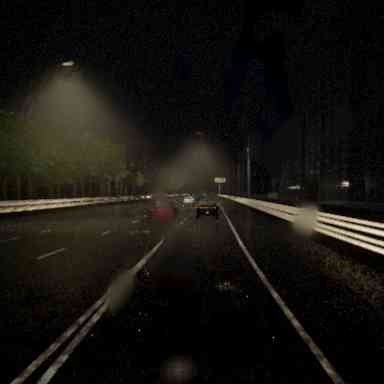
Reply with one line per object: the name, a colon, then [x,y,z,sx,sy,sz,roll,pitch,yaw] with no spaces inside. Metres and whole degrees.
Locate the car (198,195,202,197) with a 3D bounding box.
car: [0.661,1.571,76.244,2.033,1.411,5.357,0,0,3]

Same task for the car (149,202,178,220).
car: [-2.283,1.544,27.768,1.994,1.385,4.181,0,0,4]

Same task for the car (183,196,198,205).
car: [-0.438,1.524,57.694,1.812,1.442,4.674,0,0,3]

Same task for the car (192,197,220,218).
car: [1.443,1.502,29.974,2.128,1.511,4.902,0,0,4]
